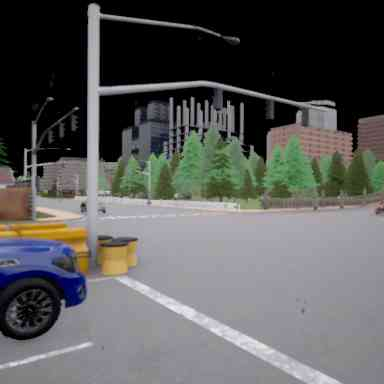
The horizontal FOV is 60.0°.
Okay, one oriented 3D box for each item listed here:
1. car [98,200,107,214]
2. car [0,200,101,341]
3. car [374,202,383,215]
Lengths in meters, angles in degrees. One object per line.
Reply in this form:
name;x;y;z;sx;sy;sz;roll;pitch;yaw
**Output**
car;-10.904;1.592;36.622;1.837;1.490;4.892;0;0;-33
car;-4.475;1.215;4.871;5.566;2.045;2.150;0;0;-35
car;22.306;1.626;37.025;4.553;1.767;2.097;0;0;-35
